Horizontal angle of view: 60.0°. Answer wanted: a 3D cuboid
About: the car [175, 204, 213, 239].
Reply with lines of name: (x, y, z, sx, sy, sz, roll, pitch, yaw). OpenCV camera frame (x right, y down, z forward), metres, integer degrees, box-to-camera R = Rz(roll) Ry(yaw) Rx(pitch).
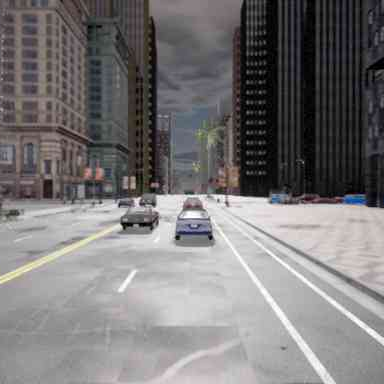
car: (0.098, 1.550, 17.328, 2.033, 1.411, 5.357, 0, 0, 0)

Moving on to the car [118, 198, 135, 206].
car: (-9.755, 1.557, 49.919, 2.033, 1.411, 5.357, 0, 0, 0)

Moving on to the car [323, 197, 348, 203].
car: (28.416, 1.565, 65.975, 4.206, 1.307, 1.802, 0, 0, 0)

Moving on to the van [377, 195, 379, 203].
van: (34.099, 1.344, 57.452, 3.998, 1.788, 1.690, 0, 0, 0)

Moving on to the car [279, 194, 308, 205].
car: (17.066, 1.563, 57.445, 4.403, 1.369, 2.008, 0, 0, 0)

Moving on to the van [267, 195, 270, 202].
van: (17.061, 1.331, 65.969, 3.998, 1.788, 1.690, 0, 0, 0)

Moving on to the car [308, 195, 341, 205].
car: (22.744, 1.590, 57.447, 4.206, 1.307, 1.802, 0, 0, 0)

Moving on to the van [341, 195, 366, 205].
van: (28.422, 1.346, 57.449, 3.998, 1.788, 1.690, 0, 0, 0)

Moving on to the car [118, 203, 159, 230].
car: (-3.151, 1.604, 21.034, 1.895, 1.301, 4.718, 0, 0, 0)

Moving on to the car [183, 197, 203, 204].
car: (0.097, 1.359, 35.479, 2.097, 1.767, 4.553, 0, 0, 0)

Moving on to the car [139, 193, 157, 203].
car: (-6.505, 1.217, 49.895, 2.150, 2.045, 5.566, 0, 0, 0)
